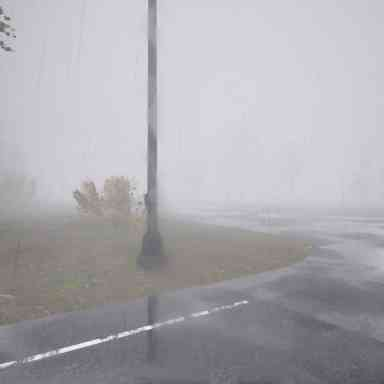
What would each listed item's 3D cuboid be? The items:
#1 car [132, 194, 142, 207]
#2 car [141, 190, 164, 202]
[{"bbox_3d":[-7.023,1.200,39.421,1.994,1.385,4.181,-1,1,-35],"label":"car"},{"bbox_3d":[-6.375,0.676,50.682,2.150,2.045,5.566,-1,1,-35],"label":"car"}]
